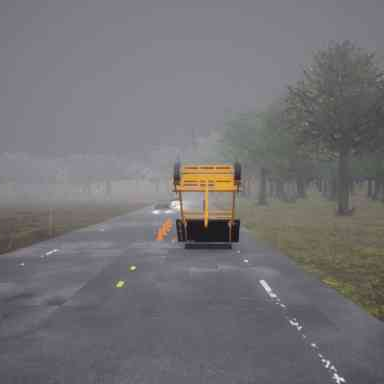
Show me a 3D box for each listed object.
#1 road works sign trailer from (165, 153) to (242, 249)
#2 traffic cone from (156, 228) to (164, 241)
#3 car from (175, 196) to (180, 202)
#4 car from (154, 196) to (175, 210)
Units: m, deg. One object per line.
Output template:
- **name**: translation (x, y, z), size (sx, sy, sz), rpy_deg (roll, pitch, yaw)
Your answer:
- **road works sign trailer**: translation (0.548, 0.920, 11.782), size (2.380, 3.560, 2.880), rpy_deg (0, 45, 4)
- **traffic cone**: translation (-1.467, 1.942, 15.334), size (0.340, 0.580, 0.340), rpy_deg (0, 0, 0)
- **car**: translation (-3.402, 1.489, 71.320), size (1.895, 1.301, 4.718), rpy_deg (0, 0, 0)
- **car**: translation (-3.542, 1.458, 41.277), size (1.837, 1.490, 4.892), rpy_deg (0, 0, 0)
